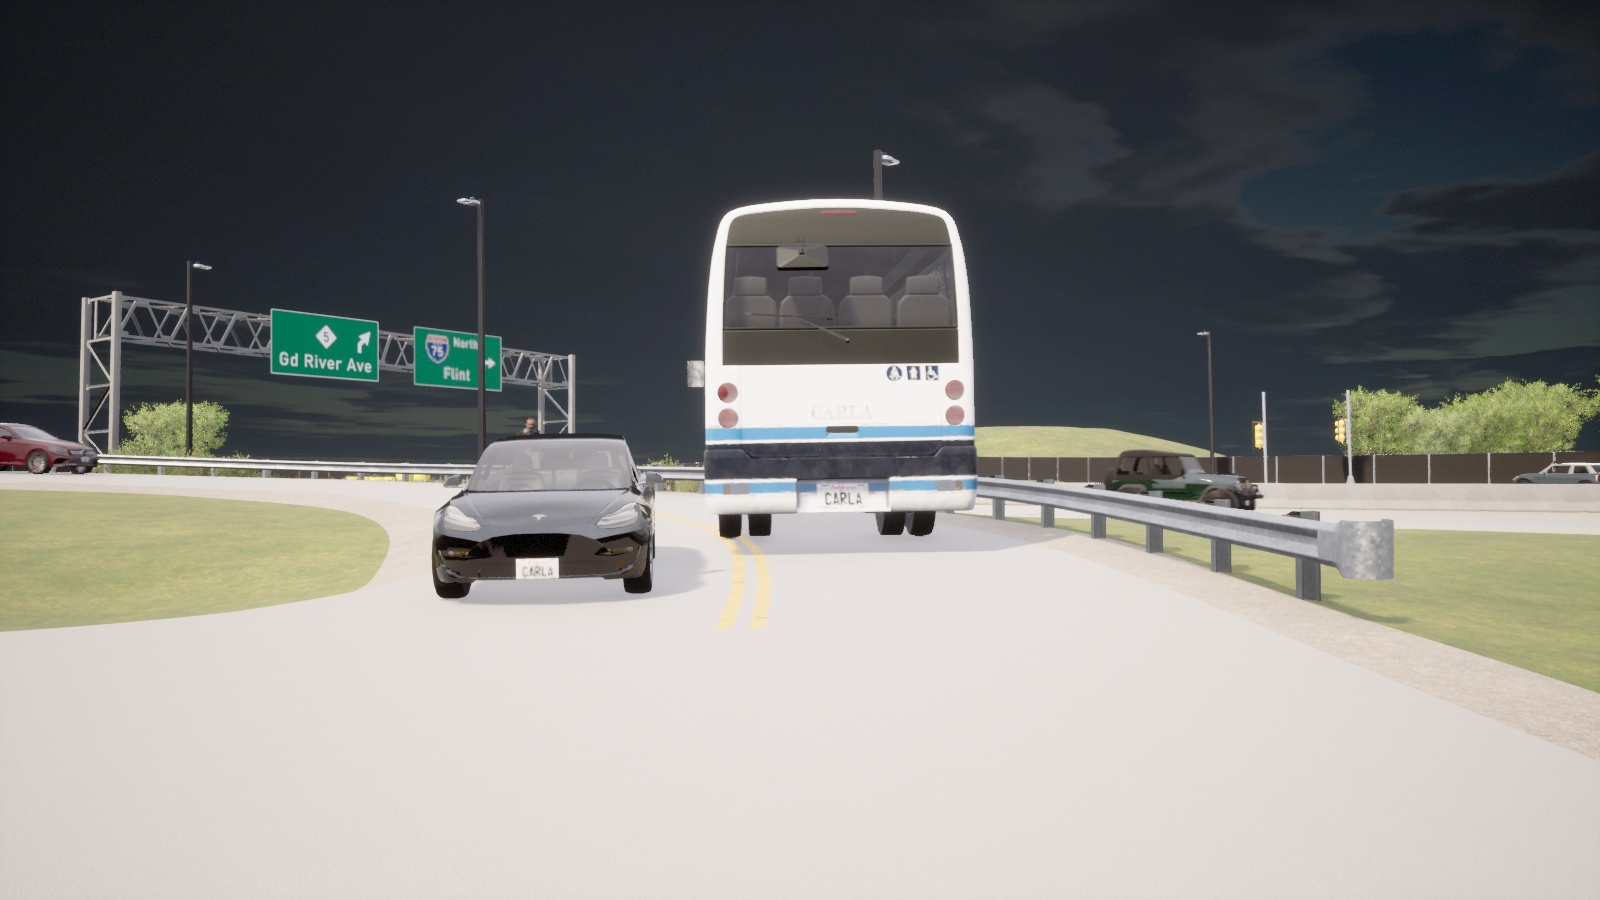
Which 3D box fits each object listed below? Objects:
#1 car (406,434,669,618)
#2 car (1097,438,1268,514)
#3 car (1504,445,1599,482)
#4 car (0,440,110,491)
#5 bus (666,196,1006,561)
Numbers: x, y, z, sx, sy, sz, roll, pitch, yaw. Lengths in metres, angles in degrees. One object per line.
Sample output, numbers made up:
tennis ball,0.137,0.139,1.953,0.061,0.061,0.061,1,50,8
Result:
car,-2.489,0.617,13.154,2.163,1.488,4.792,-2,1,-6
car,10.009,0.693,32.943,3.866,1.878,1.905,-2,-2,35
car,31.738,0.548,52.207,1.970,1.475,3.806,-1,-1,-29
car,-22.786,0.453,36.495,4.674,1.442,1.812,0,-1,11
bus,0.149,-0.944,20.182,3.944,4.253,10.273,-2,1,-3
